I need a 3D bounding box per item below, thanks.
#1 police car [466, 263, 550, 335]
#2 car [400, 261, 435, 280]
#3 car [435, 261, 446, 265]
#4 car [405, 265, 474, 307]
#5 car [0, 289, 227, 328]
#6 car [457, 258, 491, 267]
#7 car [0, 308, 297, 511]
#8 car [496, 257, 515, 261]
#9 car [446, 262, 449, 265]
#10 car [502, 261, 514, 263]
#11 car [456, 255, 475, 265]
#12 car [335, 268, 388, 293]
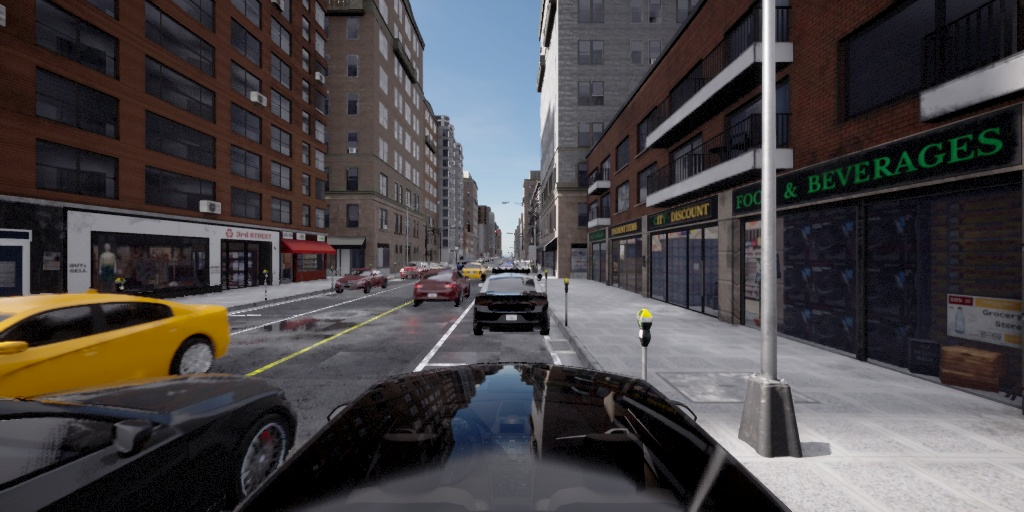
[{"bbox_3d":[-0.012,1.175,10.610,1.930,1.638,5.238,0,0,0],"label":"police car"},{"bbox_3d":[-8.408,1.190,31.425,1.967,1.591,4.097,0,0,0],"label":"car"},{"bbox_3d":[-8.408,1.275,36.773,1.751,1.417,4.829,0,0,0],"label":"car"},{"bbox_3d":[-2.920,1.275,15.480,1.812,1.442,4.674,0,0,0],"label":"car"},{"bbox_3d":[-5.867,1.227,4.175,1.882,1.535,5.008,0,0,0],"label":"car"},{"bbox_3d":[-3.020,1.206,29.382,1.801,1.575,5.366,0,0,0],"label":"car"},{"bbox_3d":[-2.922,1.276,1.375,1.812,1.442,4.674,0,0,1],"label":"car"},{"bbox_3d":[-0.383,1.190,36.951,1.967,1.591,4.097,0,0,0],"label":"car"},{"bbox_3d":[-8.408,1.300,42.461,2.007,1.370,4.403,0,0,0],"label":"car"},{"bbox_3d":[-0.383,1.300,25.913,2.007,1.370,4.403,0,0,0],"label":"car"},{"bbox_3d":[-5.770,0.884,46.176,2.150,2.045,5.566,0,0,0],"label":"car"},{"bbox_3d":[-8.408,1.332,20.388,1.802,1.307,4.207,0,0,0],"label":"car"}]
